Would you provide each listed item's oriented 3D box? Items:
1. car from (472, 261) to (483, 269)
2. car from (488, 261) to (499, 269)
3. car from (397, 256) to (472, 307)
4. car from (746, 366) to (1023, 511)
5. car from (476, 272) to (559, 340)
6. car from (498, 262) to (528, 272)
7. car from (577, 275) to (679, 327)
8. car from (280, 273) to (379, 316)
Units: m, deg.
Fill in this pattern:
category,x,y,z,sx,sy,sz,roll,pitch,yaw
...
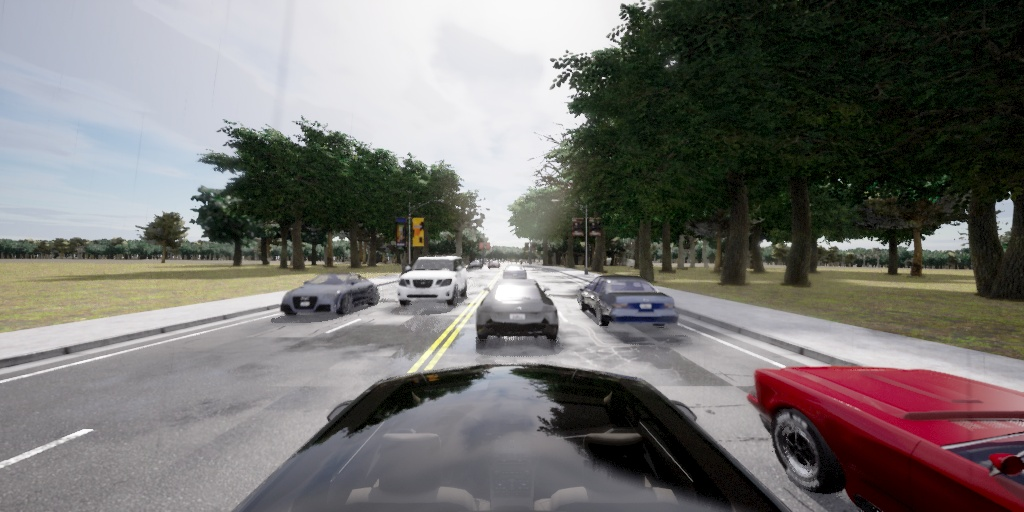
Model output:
category,x,y,z,sx,sy,sz,roll,pitch,yaw
car,-6.085,1.488,60.450,1.994,1.385,4.181,0,0,3
car,-2.973,1.517,60.706,1.994,1.385,4.181,0,0,0
car,-3.284,0.996,15.912,2.150,2.045,5.566,0,0,0
car,3.350,1.351,1.567,1.895,1.301,4.718,0,0,0
car,0.136,1.323,9.987,1.994,1.385,4.181,0,0,0
car,0.218,1.359,27.504,2.033,1.411,5.357,0,0,1
car,3.390,1.311,11.515,2.033,1.411,5.357,0,0,1
car,-6.548,1.331,13.339,1.994,1.385,4.181,0,0,0
